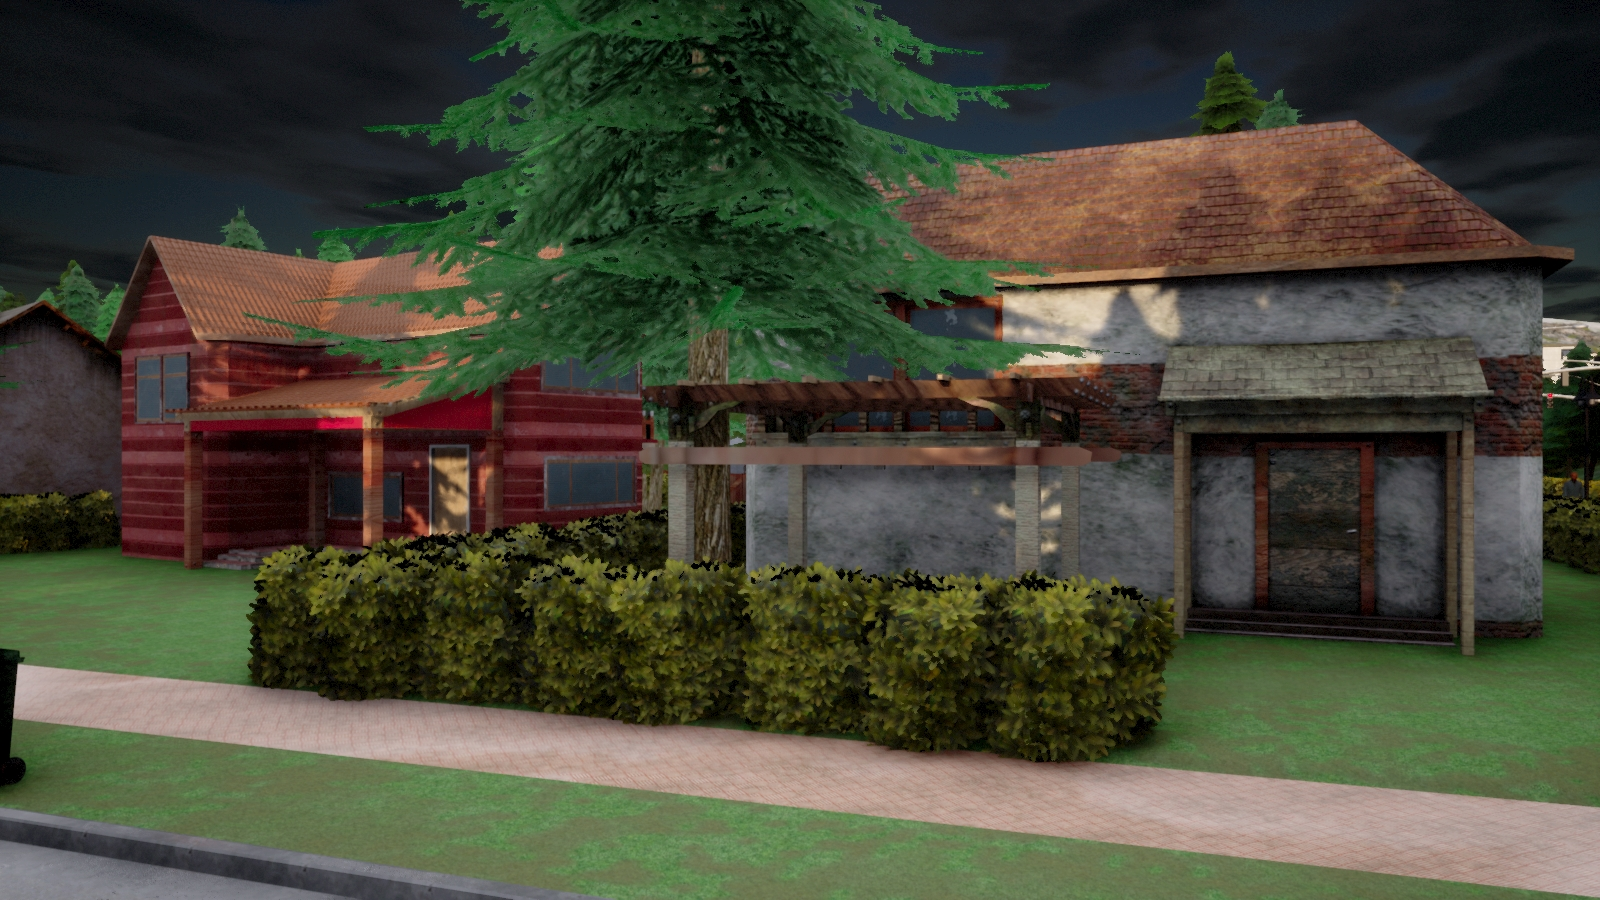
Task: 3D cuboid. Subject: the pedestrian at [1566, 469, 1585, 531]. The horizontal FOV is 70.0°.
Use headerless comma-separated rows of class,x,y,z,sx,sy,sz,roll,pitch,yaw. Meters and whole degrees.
pedestrian,23.492,1.501,34.609,0.375,1.860,0.375,0,0,18
